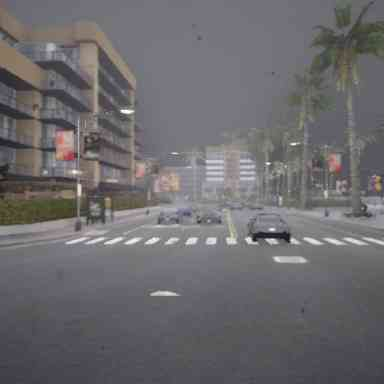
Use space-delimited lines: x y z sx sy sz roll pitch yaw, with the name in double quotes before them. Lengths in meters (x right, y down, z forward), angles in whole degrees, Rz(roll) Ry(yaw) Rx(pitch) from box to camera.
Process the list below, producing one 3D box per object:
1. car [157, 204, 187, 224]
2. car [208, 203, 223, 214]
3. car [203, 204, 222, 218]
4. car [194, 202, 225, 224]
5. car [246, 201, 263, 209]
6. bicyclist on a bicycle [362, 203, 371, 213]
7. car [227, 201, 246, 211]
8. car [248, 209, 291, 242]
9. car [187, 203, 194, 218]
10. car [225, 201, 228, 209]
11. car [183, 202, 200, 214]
"car" -1.846 2.077 30.327 1.812 1.442 4.674 -1 -1 5
"car" 3.531 2.389 49.864 2.033 1.411 5.357 -1 -1 6
"car" 2.515 2.214 39.253 2.033 1.411 5.357 -1 -1 5
"car" 1.624 1.862 29.828 2.097 1.767 4.553 -1 -1 6
"car" 11.278 2.486 58.634 1.994 1.385 4.181 -1 -1 2
"bicyclist on a bicycle" 16.360 1.710 31.913 1.656 1.620 0.582 -1 -1 5
"car" 7.762 2.511 58.202 1.994 1.385 4.181 -1 -1 2
"car" 4.167 1.851 18.341 1.994 1.385 4.181 -1 -1 6
"car" -0.973 2.182 39.594 1.882 1.535 5.008 -1 -1 5
"car" 7.424 2.624 68.162 1.812 1.442 4.674 0 -1 -7
"car" -0.034 2.364 49.772 2.128 1.511 4.902 -1 -1 5
